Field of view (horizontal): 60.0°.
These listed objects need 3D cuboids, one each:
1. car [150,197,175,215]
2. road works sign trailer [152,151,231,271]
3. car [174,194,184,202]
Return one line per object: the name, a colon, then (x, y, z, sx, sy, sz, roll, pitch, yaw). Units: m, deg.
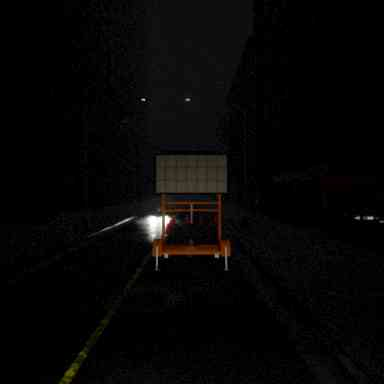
car: (-3.148, 1.514, 33.903, 2.128, 1.511, 4.902, 0, 0, 0)
road works sign trailer: (-0.014, 0.468, 10.927, 2.380, 3.560, 2.880, 0, 0, 0)
car: (-3.117, 1.293, 81.396, 2.150, 2.045, 5.566, 0, 0, 0)
